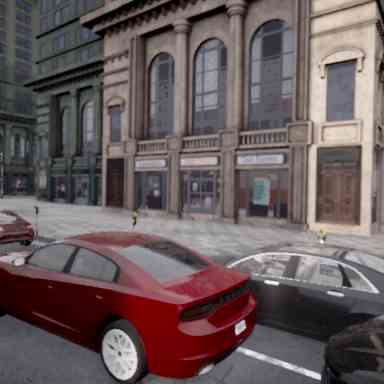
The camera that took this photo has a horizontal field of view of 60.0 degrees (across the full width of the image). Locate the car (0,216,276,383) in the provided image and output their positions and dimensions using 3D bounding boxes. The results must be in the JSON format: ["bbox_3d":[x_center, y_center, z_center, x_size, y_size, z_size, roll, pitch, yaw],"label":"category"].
[{"bbox_3d":[-1.478,1.370,5.315,5.008,1.535,1.882,2,1,34],"label":"car"}]

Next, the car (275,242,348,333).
[{"bbox_3d":[1.652,1.509,5.491,4.403,1.369,2.008,2,1,36],"label":"car"}]

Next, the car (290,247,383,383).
[{"bbox_3d":[3.341,1.530,1.829,5.008,1.535,1.882,2,1,38],"label":"car"}]

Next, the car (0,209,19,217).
[{"bbox_3d":[-7.304,1.243,11.959,4.206,1.307,1.802,2,1,36],"label":"car"}]
